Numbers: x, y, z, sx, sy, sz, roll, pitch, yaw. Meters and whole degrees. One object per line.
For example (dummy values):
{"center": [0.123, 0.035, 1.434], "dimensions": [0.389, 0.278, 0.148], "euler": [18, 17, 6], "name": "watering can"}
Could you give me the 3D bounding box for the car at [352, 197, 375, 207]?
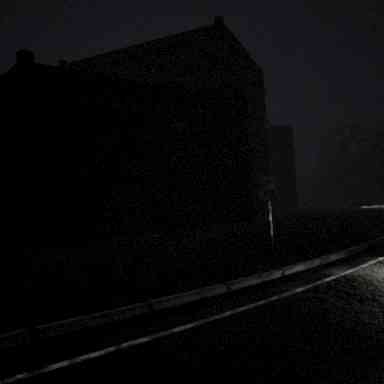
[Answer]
{"center": [25.997, 1.504, 50.633], "dimensions": [1.994, 1.385, 4.181], "euler": [-5, -2, 3], "name": "car"}
